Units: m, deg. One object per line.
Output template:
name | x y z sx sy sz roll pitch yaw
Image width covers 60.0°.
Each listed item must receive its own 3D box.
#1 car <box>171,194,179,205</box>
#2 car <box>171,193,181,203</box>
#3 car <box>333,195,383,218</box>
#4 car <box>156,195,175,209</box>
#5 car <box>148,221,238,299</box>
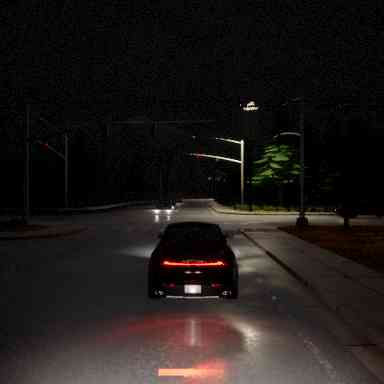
car | -3.685 1.547 54.825 2.033 1.411 5.357 0 0 0
car | -3.474 1.221 69.174 2.150 2.045 5.566 0 0 1
car | 15.543 1.248 29.587 5.566 2.045 2.150 0 0 1
car | -3.681 1.505 44.378 1.837 1.490 4.892 0 0 0
car | 0.032 1.501 8.438 1.837 1.490 4.892 0 0 0
